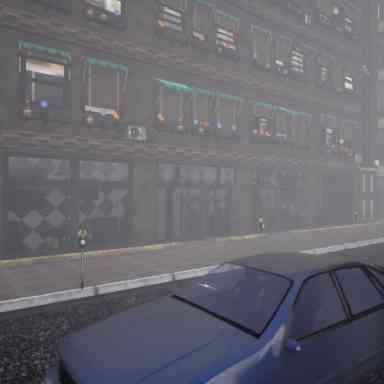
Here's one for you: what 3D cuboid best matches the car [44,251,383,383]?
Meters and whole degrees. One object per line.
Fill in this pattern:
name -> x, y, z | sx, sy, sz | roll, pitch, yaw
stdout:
car -> 1.147, 1.547, 4.206 | 5.357, 1.411, 2.033 | 0, 0, -36
